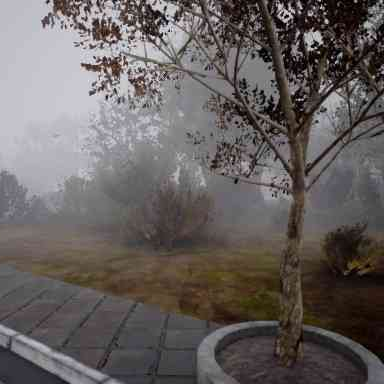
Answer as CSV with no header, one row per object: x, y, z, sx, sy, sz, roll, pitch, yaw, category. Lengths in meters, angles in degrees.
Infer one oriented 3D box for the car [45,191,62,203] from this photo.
-18.325,0.943,41.817,2.150,2.045,5.566,1,0,32,car

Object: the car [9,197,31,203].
-17.455,1.262,29.676,1.882,1.535,5.008,1,0,32,car
